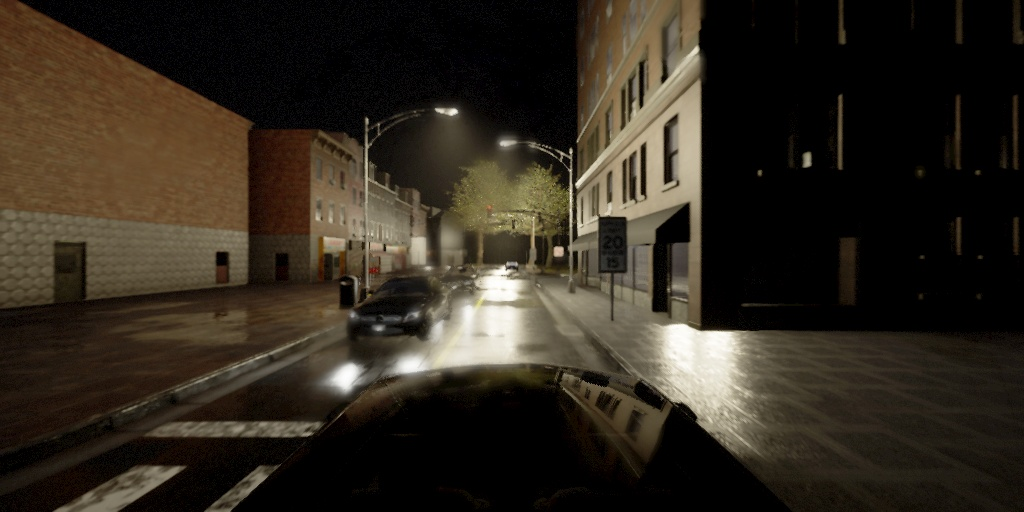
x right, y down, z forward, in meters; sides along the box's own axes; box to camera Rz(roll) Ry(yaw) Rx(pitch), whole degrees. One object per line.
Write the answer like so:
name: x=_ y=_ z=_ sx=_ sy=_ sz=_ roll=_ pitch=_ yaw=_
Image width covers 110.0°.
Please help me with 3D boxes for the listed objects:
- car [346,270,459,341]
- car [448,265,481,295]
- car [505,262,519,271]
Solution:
car: x=-2.832 y=1.292 z=10.027 sx=1.812 sy=1.442 sz=4.674 roll=0 pitch=0 yaw=1
car: x=-2.815 y=1.291 z=20.091 sx=1.837 sy=1.490 sz=4.892 roll=0 pitch=0 yaw=0
car: x=0.019 y=1.488 z=50.726 sx=1.895 sy=1.301 sz=4.718 roll=0 pitch=0 yaw=0
